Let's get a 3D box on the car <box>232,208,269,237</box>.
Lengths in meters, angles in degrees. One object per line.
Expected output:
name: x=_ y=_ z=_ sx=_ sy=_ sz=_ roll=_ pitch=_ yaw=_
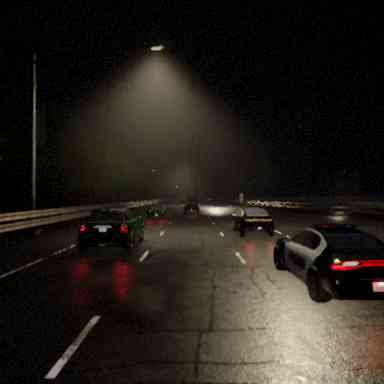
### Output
car: x=3.484 y=1.683 z=19.539 sx=2.128 sy=1.511 sz=4.902 roll=0 pitch=-1 yaw=0

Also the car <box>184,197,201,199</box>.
car: x=0.049 y=1.928 z=59.884 sx=2.150 sy=2.045 sz=5.566 roll=0 pitch=-1 yaw=0

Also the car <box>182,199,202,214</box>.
car: x=-0.040 y=1.968 z=42.867 sx=1.837 sy=1.490 sz=4.892 roll=0 pitch=-1 yaw=0

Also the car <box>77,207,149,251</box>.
car: x=-3.413 y=1.496 z=14.854 sx=2.097 sy=1.767 sz=4.553 roll=0 pitch=-1 yaw=0

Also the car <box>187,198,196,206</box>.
car: x=-0.067 y=2.376 z=80.429 sx=2.097 sy=1.767 sz=4.553 roll=0 pitch=-1 yaw=0

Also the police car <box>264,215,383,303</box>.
police car: x=3.493 y=1.588 z=8.539 sx=2.038 sy=1.542 sz=4.974 roll=0 pitch=-1 yaw=0

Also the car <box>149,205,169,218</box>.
car: x=-3.432 y=1.961 z=34.449 sx=1.895 sy=1.301 sz=4.718 roll=0 pitch=-1 yaw=0
